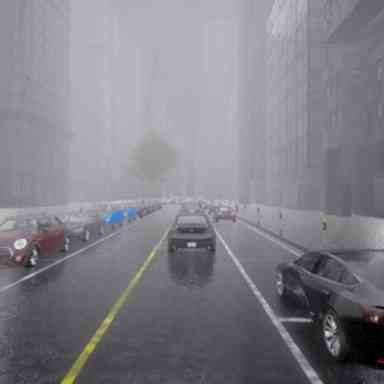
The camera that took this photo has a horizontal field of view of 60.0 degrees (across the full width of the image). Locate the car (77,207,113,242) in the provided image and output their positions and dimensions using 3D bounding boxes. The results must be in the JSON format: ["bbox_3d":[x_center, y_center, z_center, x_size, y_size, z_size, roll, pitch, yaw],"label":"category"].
[{"bbox_3d":[-5.768,1.711,17.134,2.008,1.369,4.403,0,-1,0],"label":"car"}]

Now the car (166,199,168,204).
[{"bbox_3d":[-5.779,2.086,56.875,2.008,1.369,4.403,0,-1,0],"label":"car"}]

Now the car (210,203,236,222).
[{"bbox_3d":[2.754,1.849,28.498,1.802,1.307,4.206,0,-1,0],"label":"car"}]

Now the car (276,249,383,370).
[{"bbox_3d":[2.761,1.621,5.788,1.947,1.339,4.313,0,-1,0],"label":"car"}]

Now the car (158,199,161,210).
[{"bbox_3d":[-5.776,1.993,45.520,1.947,1.339,4.313,0,-1,0],"label":"car"}]

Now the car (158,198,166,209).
[{"bbox_3d":[-5.778,1.796,51.200,2.192,1.841,5.009,0,-1,0],"label":"car"}]

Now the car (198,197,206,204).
[{"bbox_3d":[2.736,2.311,90.949,1.967,1.590,4.097,0,-1,0],"label":"car"}]

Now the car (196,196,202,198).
[{"bbox_3d":[2.368,2.008,69.267,2.097,1.767,4.553,0,-1,0],"label":"car"}]

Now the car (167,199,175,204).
[{"bbox_3d":[-5.789,2.453,90.937,1.802,1.307,4.206,0,-1,0],"label":"car"}]

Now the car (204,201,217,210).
[{"bbox_3d":[2.747,2.063,51.207,1.802,1.307,4.206,0,-1,0],"label":"car"}]

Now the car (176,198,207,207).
[{"bbox_3d":[-0.006,1.622,29.079,2.097,1.767,4.553,0,-1,0],"label":"car"}]

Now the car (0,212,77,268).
[{"bbox_3d":[-5.766,1.548,11.458,1.967,1.590,4.097,0,-1,0],"label":"car"}]

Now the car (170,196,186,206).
[{"bbox_3d":[-3.020,2.195,71.006,2.128,1.511,4.902,0,-1,0],"label":"car"}]

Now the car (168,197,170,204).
[{"bbox_3d":[-5.786,2.281,79.413,1.752,1.417,4.829,0,-1,0],"label":"car"}]

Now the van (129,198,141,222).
[{"bbox_3d":[-5.771,1.608,28.491,1.690,1.788,3.998,0,-1,0],"label":"van"}]

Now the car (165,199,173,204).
[{"bbox_3d":[-5.788,2.396,85.260,1.802,1.307,4.206,0,-1,0],"label":"car"}]

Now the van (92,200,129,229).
[{"bbox_3d":[-5.770,1.554,22.814,1.690,1.788,3.998,0,-1,0],"label":"van"}]

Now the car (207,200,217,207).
[{"bbox_3d":[2.751,1.924,39.853,2.008,1.369,4.403,0,-1,0],"label":"car"}]

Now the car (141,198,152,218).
[{"bbox_3d":[-5.773,1.635,34.169,2.192,1.841,5.009,0,-1,0],"label":"car"}]

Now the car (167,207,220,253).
[{"bbox_3d":[-0.001,1.642,14.307,1.837,1.490,4.892,0,0,0],"label":"car"}]

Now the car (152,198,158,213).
[{"bbox_3d":[-5.775,1.688,39.846,2.192,1.841,5.009,0,-1,0],"label":"car"}]
